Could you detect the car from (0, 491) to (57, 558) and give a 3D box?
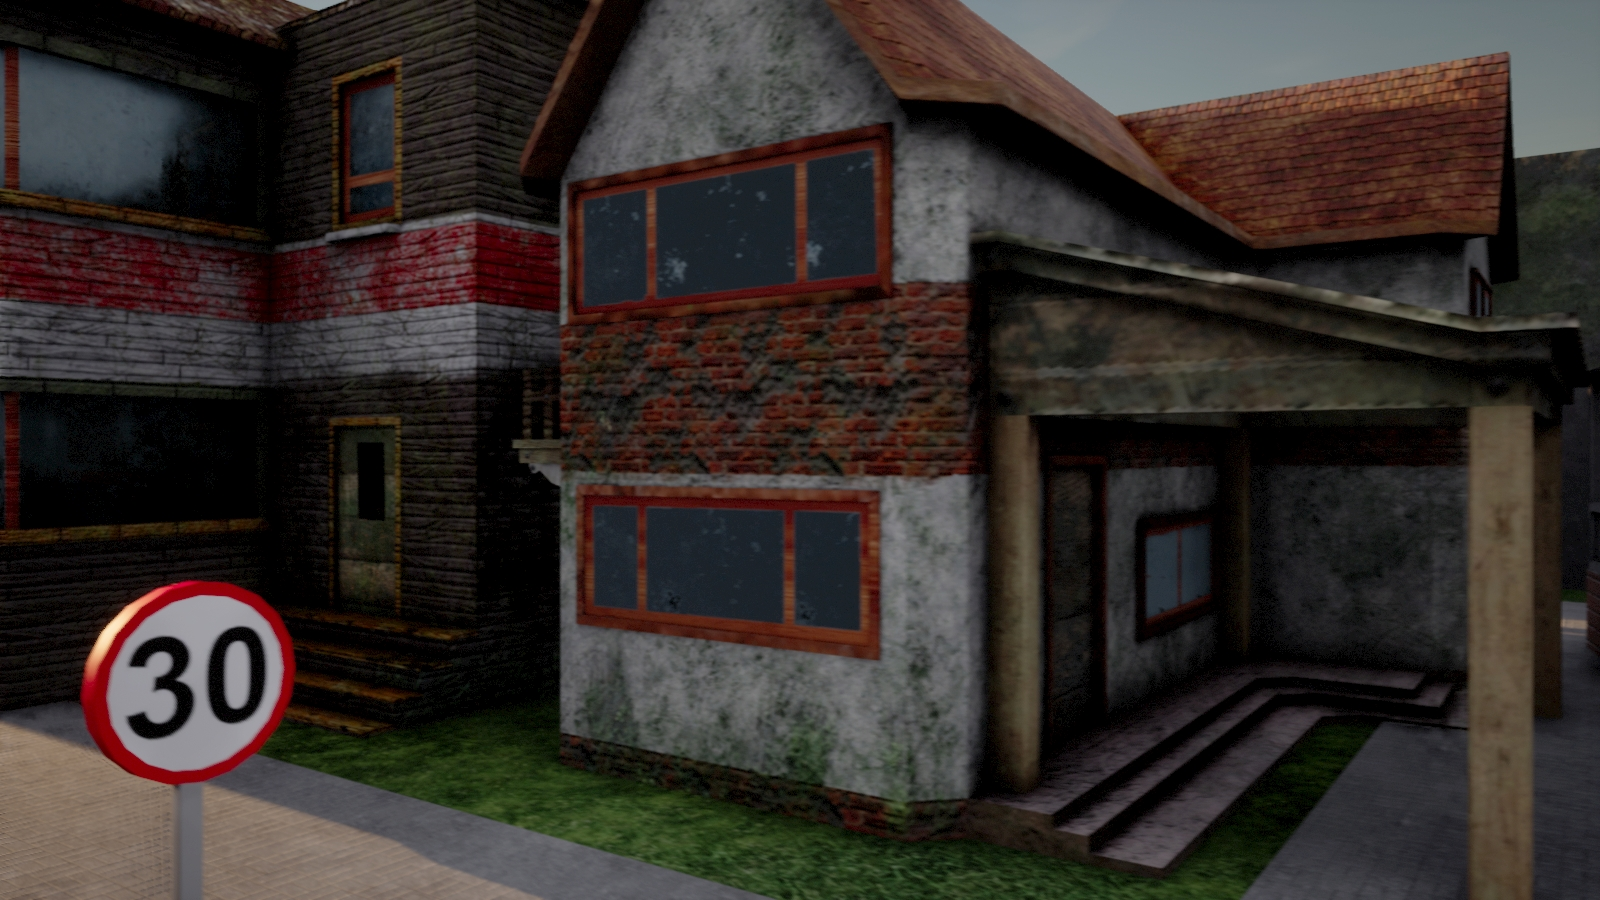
[{"bbox_3d":[-20.681,1.814,26.833,2.097,1.535,5.006,0,0,35],"label":"car"}]
